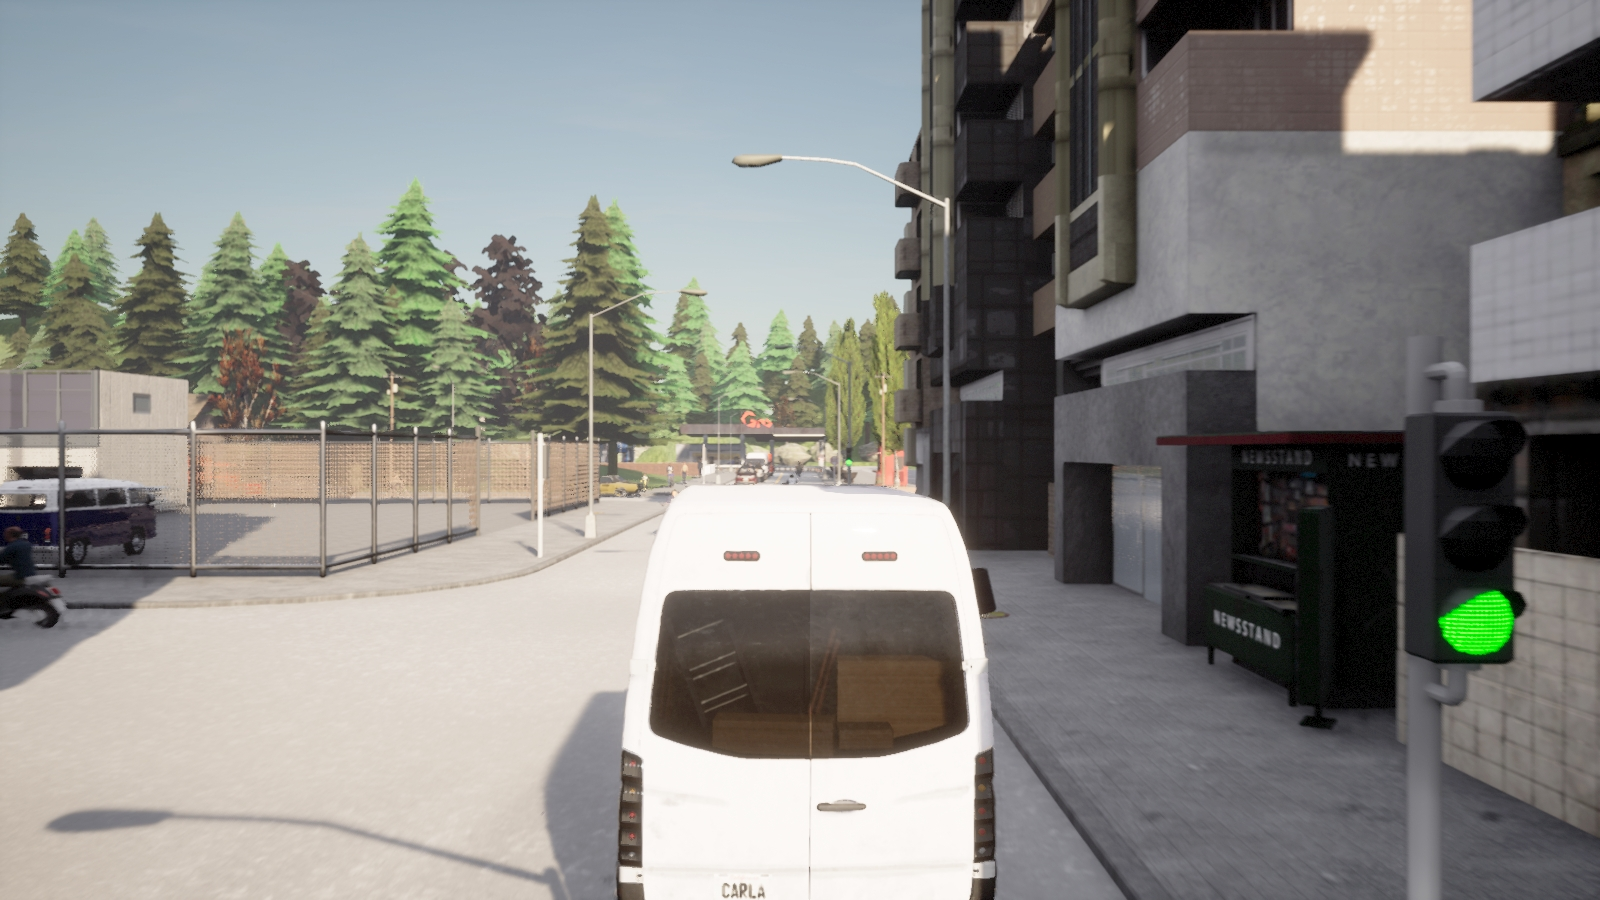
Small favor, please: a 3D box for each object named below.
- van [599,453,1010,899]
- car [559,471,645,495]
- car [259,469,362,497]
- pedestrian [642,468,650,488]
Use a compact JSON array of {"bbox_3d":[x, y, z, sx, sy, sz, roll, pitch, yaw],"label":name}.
[{"bbox_3d":[-0.147,1.314,8.517,1.988,2.561,5.915,0,0,-3],"label":"van"},{"bbox_3d":[-11.666,1.935,67.438,4.718,1.301,1.895,0,0,3],"label":"car"},{"bbox_3d":[-27.094,1.843,63.388,4.792,1.488,2.163,0,0,0],"label":"car"},{"bbox_3d":[-9.921,1.806,73.465,0.375,1.300,0.375,0,0,25],"label":"pedestrian"}]
